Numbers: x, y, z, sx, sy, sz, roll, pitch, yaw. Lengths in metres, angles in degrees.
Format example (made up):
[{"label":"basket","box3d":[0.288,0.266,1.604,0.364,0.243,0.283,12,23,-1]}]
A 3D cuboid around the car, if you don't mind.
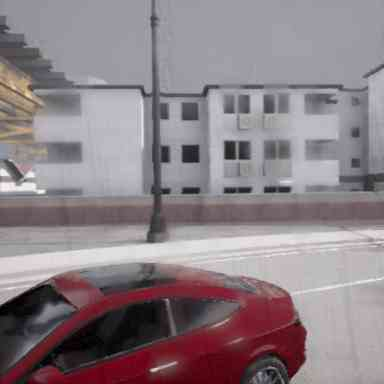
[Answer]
[{"label":"car","box3d":[-0.903,1.494,3.107,4.674,1.442,1.812,0,1,-32]}]
